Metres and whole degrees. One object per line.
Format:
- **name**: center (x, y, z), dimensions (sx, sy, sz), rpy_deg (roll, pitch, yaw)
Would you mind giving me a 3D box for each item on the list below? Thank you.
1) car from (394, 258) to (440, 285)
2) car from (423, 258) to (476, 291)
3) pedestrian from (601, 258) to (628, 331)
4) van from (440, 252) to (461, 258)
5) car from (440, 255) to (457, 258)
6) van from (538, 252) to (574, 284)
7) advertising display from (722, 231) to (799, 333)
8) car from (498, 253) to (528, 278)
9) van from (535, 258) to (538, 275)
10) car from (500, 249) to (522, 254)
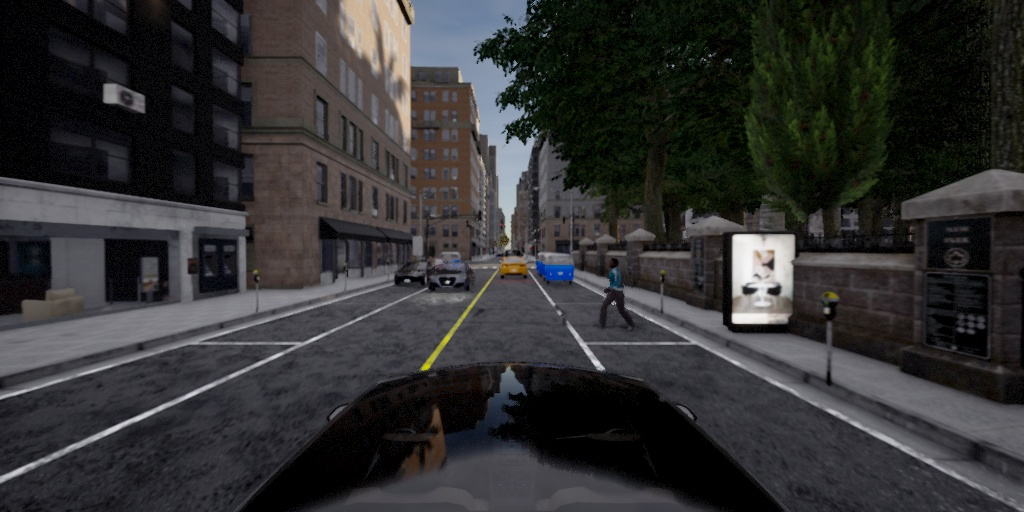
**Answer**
- **car**: center (-5.800, 0.955, 22.063), dimensions (1.948, 1.339, 4.313), rpy_deg (0, 0, 0)
- **car**: center (-3.046, 1.011, 18.926), dimensions (1.994, 1.385, 4.181), rpy_deg (0, 1, 0)
- **pedestrian**: center (2.531, 0.918, 8.863), dimensions (0.375, 1.860, 0.375), rpy_deg (0, 1, -10)
- **van**: center (-5.768, 0.523, 33.381), dimensions (1.690, 1.789, 3.998), rpy_deg (0, 0, 0)
- **car**: center (-5.784, 0.831, 27.722), dimensions (1.888, 1.381, 4.507), rpy_deg (0, 0, 0)
- **van**: center (2.725, 0.731, 22.050), dimensions (1.690, 1.789, 3.998), rpy_deg (0, 0, 0)
- **advertising display**: center (5.653, 0.663, 8.185), dimensions (1.540, 2.440, 0.280), rpy_deg (0, 0, 0)
- **car**: center (0.139, 0.780, 26.876), dimensions (1.882, 1.535, 5.008), rpy_deg (0, 1, 0)
- **van**: center (2.741, 0.628, 27.707), dimensions (1.690, 1.789, 3.998), rpy_deg (0, 0, 0)
- **car**: center (0.077, 0.330, 37.346), dimensions (2.150, 2.045, 5.566), rpy_deg (0, 1, -1)
